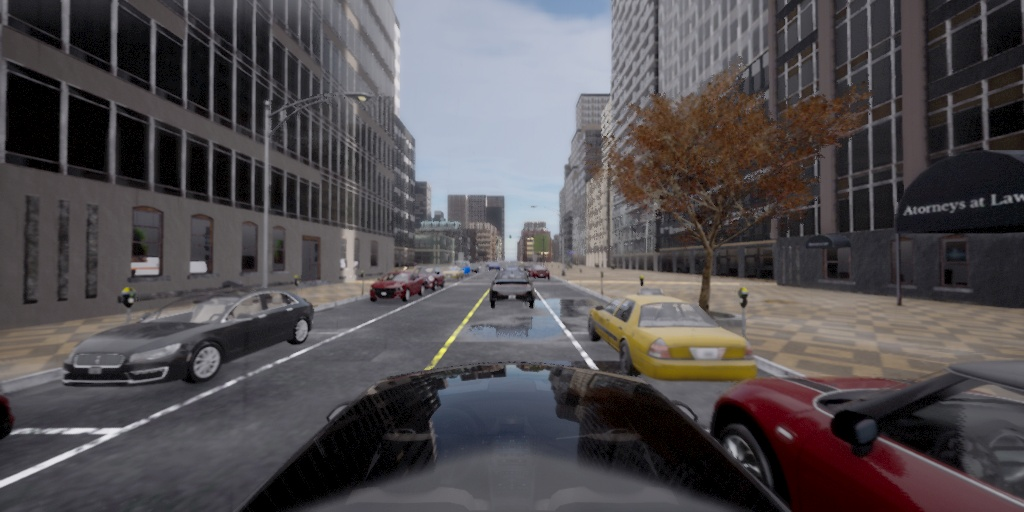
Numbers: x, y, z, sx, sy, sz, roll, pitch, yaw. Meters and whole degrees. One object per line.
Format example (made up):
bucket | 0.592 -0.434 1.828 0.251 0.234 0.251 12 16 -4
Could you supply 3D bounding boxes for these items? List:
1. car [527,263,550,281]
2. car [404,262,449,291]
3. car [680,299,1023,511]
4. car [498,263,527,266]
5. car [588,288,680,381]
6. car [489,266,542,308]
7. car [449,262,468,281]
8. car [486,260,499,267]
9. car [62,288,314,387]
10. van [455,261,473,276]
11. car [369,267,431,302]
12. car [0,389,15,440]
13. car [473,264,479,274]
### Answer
car | 2.693 1.605 34.765 1.888 1.381 4.507 0 0 0
car | -5.688 1.396 23.688 1.967 1.591 4.097 0 0 0
car | 2.691 1.188 1.532 1.967 1.591 4.097 0 0 0
car | 0.008 1.591 31.168 1.994 1.385 4.181 0 0 0
car | 2.692 1.326 7.240 1.751 1.417 4.829 0 0 0
car | 0.005 1.378 16.140 2.128 1.511 4.902 0 0 0
car | -5.688 1.585 34.596 1.751 1.417 4.829 0 0 0
car | -3.002 1.795 62.118 1.882 1.535 5.008 0 -1 0
car | -5.689 1.350 7.070 2.007 1.370 4.403 0 0 0
van | -5.687 1.453 40.305 1.690 1.789 3.998 0 0 0
car | -5.688 1.449 18.148 1.888 1.381 4.507 0 0 0
car | -5.689 1.188 1.531 1.967 1.591 4.097 0 0 0
car | -5.686 1.781 51.383 1.948 1.339 4.313 0 0 0
